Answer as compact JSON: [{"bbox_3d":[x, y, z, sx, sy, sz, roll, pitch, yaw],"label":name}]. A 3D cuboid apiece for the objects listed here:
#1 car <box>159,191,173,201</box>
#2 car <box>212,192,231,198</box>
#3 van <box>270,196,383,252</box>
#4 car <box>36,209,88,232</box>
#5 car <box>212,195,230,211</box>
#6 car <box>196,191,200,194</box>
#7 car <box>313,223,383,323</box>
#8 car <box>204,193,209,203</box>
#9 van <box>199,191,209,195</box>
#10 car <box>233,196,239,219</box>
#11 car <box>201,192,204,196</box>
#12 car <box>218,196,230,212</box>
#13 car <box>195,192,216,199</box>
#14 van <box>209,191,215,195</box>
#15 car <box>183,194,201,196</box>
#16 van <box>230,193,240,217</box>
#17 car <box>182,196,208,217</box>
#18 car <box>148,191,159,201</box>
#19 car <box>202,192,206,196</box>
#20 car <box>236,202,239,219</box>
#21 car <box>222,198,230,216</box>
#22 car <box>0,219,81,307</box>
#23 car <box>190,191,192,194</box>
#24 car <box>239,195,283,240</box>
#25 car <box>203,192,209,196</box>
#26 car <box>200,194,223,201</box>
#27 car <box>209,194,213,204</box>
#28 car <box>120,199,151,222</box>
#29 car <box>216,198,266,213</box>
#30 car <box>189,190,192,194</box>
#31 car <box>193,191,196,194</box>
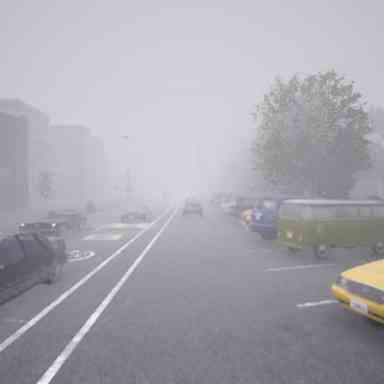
[{"bbox_3d":[-5.344,0.837,72.025,2.150,2.045,5.566,0,0,-3],"label":"car"},{"bbox_3d":[5.198,1.262,38.801,4.553,1.767,2.185,1,0,-21],"label":"car"},{"bbox_3d":[5.394,1.256,12.172,4.442,1.987,1.878,1,0,-20],"label":"van"},{"bbox_3d":[-7.064,1.582,17.429,1.895,1.301,4.718,0,0,0],"label":"car"},{"bbox_3d":[5.093,1.416,32.801,5.366,1.575,1.946,1,1,-20],"label":"car"},{"bbox_3d":[4.154,1.133,68.390,5.366,1.575,1.946,1,1,-23],"label":"car"},{"bbox_3d":[5.126,1.478,6.129,5.366,1.575,1.946,1,0,-20],"label":"car"},{"bbox_3d":[5.002,1.303,50.695,5.008,1.535,2.097,1,0,-22],"label":"car"},{"bbox_3d":[4.364,0.939,65.447,4.442,1.987,1.878,1,1,-23],"label":"van"},{"bbox_3d":[5.308,1.339,21.017,4.553,1.767,2.185,1,0,-20],"label":"car"},{"bbox_3d":[4.597,1.234,62.531,4.674,1.452,2.002,1,0,-23],"label":"car"},{"bbox_3d":[5.447,1.433,29.960,5.366,1.575,1.946,1,0,-20],"label":"car"},{"bbox_3d":[3.398,0.887,83.281,4.553,1.767,2.185,1,0,-24],"label":"car"},{"bbox_3d":[5.191,1.102,47.769,4.442,1.987,1.878,1,0,-21],"label":"van"},{"bbox_3d":[-0.148,1.412,44.597,2.033,1.411,5.357,0,0,-1],"label":"car"},{"bbox_3d":[5.383,1.231,24.015,4.442,1.987,1.878,1,0,-20],"label":"van"},{"bbox_3d":[0.065,1.438,30.526,2.128,1.511,4.902,0,0,0],"label":"car"},{"bbox_3d":[-8.139,0.842,71.853,2.150,2.045,5.566,0,0,-3],"label":"car"},{"bbox_3d":[4.697,1.263,59.578,4.674,1.452,2.002,0,1,-22],"label":"car"},{"bbox_3d":[5.288,1.471,18.043,5.008,1.535,2.097,1,0,-20],"label":"car"},{"bbox_3d":[5.299,1.476,26.945,4.792,1.488,2.163,1,0,-20],"label":"car"},{"bbox_3d":[-4.262,1.547,6.822,2.033,1.411,5.357,0,0,0],"label":"car"},{"bbox_3d":[2.718,0.978,92.165,4.792,1.488,2.163,1,1,-25],"label":"car"},{"bbox_3d":[5.314,1.226,15.098,5.566,2.045,2.435,1,0,-20],"label":"car"},{"bbox_3d":[5.098,1.277,53.733,5.366,1.575,1.946,1,0,-22],"label":"car"},{"bbox_3d":[4.170,1.151,71.431,4.674,1.452,2.002,1,1,-23],"label":"car"},{"bbox_3d":[5.142,1.388,44.752,4.674,1.452,2.002,1,1,-21],"label":"car"},{"bbox_3d":[-4.256,1.491,25.765,1.812,1.442,4.674,0,0,0],"label":"car"},{"bbox_3d":[5.259,1.406,35.839,4.892,1.521,2.231,1,1,-21],"label":"car"},{"bbox_3d":[2.490,0.929,95.140,5.008,1.535,2.097,1,0,-25],"label":"car"},{"bbox_3d":[3.851,0.809,77.375,5.566,2.045,2.435,1,0,-24],"label":"car"}]
